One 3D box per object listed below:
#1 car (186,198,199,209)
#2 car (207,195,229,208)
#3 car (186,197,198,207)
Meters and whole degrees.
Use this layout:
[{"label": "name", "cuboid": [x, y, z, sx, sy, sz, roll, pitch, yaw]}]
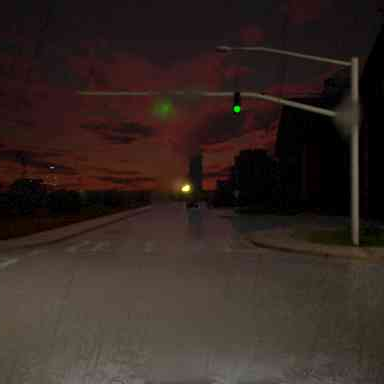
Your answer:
[{"label": "car", "cuboid": [0.063, 1.904, 52.443, 2.033, 1.411, 5.357, 0, -1, 0]}, {"label": "car", "cuboid": [4.186, 1.571, 54.757, 1.905, 1.878, 3.866, -7, 3, -42]}, {"label": "car", "cuboid": [0.026, 1.837, 62.184, 2.097, 1.767, 4.553, 0, 0, 0]}]
